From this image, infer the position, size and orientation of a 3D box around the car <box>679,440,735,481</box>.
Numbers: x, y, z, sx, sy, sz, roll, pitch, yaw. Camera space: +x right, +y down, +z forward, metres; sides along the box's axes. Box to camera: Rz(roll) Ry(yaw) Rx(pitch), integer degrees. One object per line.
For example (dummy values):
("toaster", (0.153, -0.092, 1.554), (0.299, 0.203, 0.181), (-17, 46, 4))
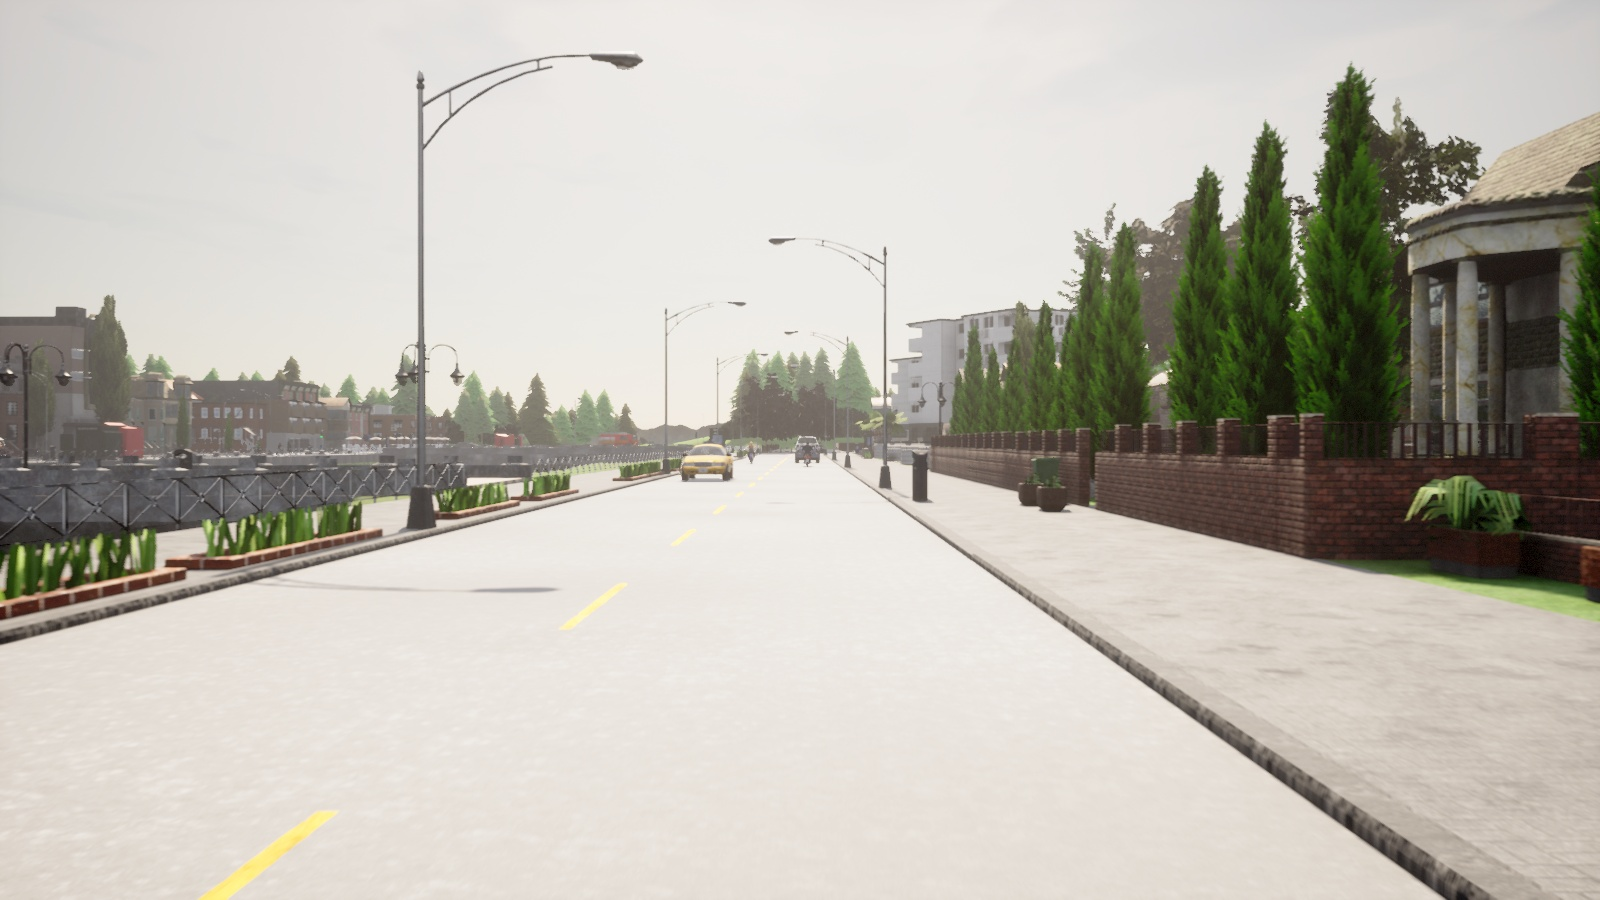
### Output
("car", (-3.694, 0.397, 50.637), (1.801, 1.575, 5.366), (0, 0, 0))

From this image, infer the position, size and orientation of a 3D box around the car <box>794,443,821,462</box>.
("car", (0.564, 0.175, 95.286), (1.970, 1.475, 3.806), (0, 0, 0))
